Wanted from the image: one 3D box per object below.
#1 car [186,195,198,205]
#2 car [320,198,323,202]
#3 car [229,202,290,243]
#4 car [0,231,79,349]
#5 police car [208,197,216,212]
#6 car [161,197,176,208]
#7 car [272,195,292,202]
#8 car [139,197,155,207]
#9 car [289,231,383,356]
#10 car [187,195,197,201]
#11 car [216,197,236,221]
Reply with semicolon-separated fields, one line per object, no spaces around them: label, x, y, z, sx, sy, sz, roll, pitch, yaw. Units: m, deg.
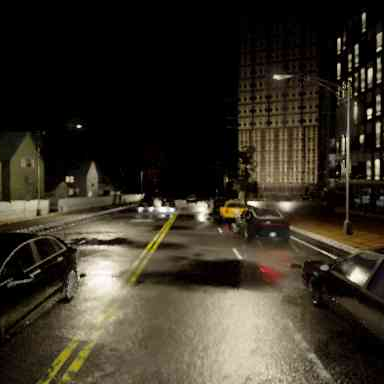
car;0.014;1.427;57.887;2.128;1.511;4.902;0;0;0
car;33.678;1.910;81.279;4.507;1.381;1.887;0;2;20
car;3.199;1.477;15.994;1.837;1.490;4.892;0;0;-2
car;-3.349;1.493;5.371;1.837;1.490;4.892;0;0;0
police car;3.259;1.373;37.929;1.930;1.638;5.238;0;0;0
car;-3.322;1.433;46.828;2.128;1.511;4.902;0;0;0
car;23.033;1.589;85.174;5.009;1.841;2.192;0;2;20
car;-6.569;1.465;48.649;1.812;1.442;4.674;0;0;0
car;3.252;1.537;4.807;2.033;1.411;5.357;0;0;0
car;0.018;1.375;76.148;2.033;1.411;5.357;0;0;0
car;3.257;1.414;27.005;1.801;1.575;5.366;0;0;0
